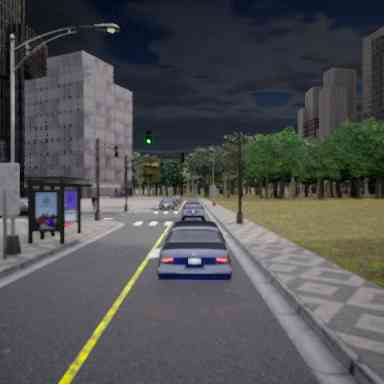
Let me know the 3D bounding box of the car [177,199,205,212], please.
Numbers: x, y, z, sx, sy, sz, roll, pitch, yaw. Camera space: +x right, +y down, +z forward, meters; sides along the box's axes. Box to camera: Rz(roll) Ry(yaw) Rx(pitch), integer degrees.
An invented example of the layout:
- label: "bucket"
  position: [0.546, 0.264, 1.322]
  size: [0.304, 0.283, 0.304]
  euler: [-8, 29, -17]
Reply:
- label: "car"
  position: [0.095, 1.535, 27.376]
  size: [2.033, 1.411, 5.357]
  euler: [0, 0, 0]

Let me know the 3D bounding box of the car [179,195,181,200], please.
- label: "car"
  position: [-3.103, 1.462, 51.618]
  size: [1.837, 1.490, 4.892]
  euler: [0, 0, 0]

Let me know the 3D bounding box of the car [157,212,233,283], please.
- label: "car"
  position: [0.093, 1.546, 9.732]
  size: [2.033, 1.411, 5.357]
  euler: [0, 0, 1]

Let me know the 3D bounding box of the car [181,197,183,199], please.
- label: "car"
  position: [-3.074, 1.421, 61.069]
  size: [1.882, 1.535, 5.008]
  euler: [0, 0, 0]

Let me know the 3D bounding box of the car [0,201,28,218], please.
- label: "car"
  position: [-14.355, 1.487, 28.315]
  size: [4.674, 1.442, 1.812]
  euler: [0, 0, 2]

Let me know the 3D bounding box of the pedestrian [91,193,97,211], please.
- label: "pedestrian"
  position: [-10.091, 1.063, 34.423]
  size: [0.375, 1.860, 0.375]
  euler: [0, 0, 1]

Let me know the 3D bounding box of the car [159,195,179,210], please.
- label: "car"
  position: [-3.105, 1.461, 42.403]
  size: [2.128, 1.511, 4.902]
  euler: [0, 0, 0]

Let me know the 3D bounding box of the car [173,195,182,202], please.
- label: "car"
  position: [-3.065, 1.422, 71.367]
  size: [1.837, 1.490, 4.892]
  euler: [0, 0, 0]
